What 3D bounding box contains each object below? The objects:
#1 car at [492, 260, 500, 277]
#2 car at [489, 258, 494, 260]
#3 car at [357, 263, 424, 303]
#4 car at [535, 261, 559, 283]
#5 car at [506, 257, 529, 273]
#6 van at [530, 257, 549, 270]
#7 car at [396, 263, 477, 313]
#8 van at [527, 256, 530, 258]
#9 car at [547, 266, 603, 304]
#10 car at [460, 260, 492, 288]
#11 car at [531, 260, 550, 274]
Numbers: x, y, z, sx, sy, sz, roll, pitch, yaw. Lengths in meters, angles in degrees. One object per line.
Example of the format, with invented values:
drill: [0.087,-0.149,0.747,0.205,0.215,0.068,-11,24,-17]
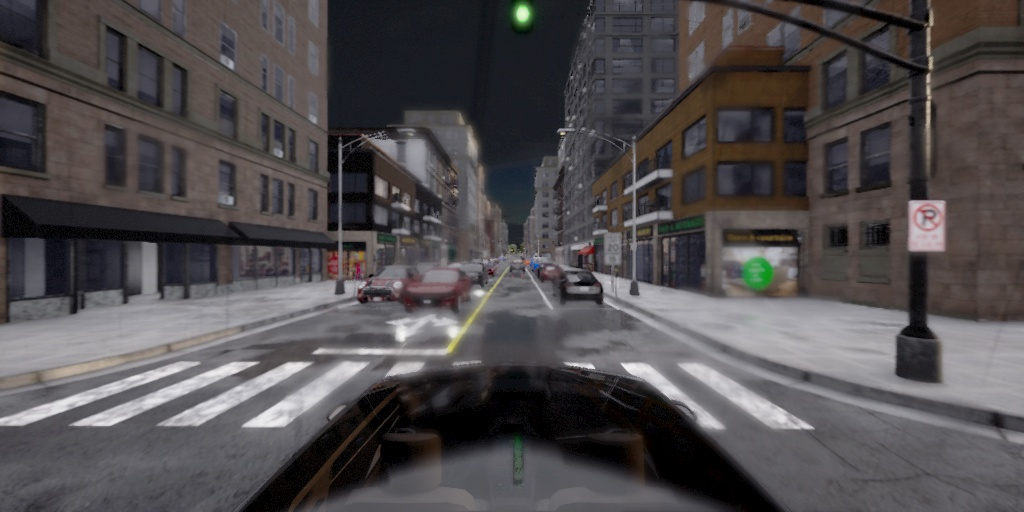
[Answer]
car: [-2.421,1.291,33.817,1.895,1.301,4.718,0,0,1]
car: [-4.606,1.215,60.028,2.007,1.370,4.403,0,0,1]
car: [-5.222,1.155,15.947,1.967,1.591,4.097,0,0,1]
car: [2.956,1.290,26.856,1.802,1.307,4.207,0,0,1]
car: [0.653,1.176,43.291,2.128,1.511,4.902,0,0,1]
van: [3.110,1.034,37.875,1.690,1.789,3.998,0,0,1]
car: [-2.710,1.200,14.085,1.882,1.535,5.008,0,0,1]
van: [3.265,1.024,48.895,1.690,1.789,3.998,0,0,1]
car: [2.802,1.293,15.835,1.948,1.339,4.313,0,0,1]
car: [-2.572,1.210,23.678,1.837,1.490,4.892,0,0,1]
car: [3.033,1.266,32.366,1.948,1.339,4.313,0,0,1]
